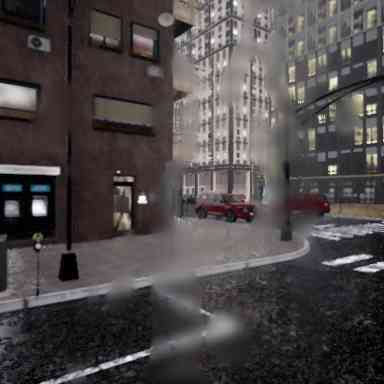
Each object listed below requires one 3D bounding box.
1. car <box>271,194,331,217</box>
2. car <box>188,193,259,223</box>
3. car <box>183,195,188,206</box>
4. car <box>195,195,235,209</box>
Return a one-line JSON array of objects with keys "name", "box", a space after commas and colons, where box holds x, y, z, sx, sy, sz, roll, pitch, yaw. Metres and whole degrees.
[{"name": "car", "box": [8.998, 1.040, 27.721, 2.192, 1.841, 5.009, 1, 0, -36]}, {"name": "car", "box": [2.255, 1.016, 22.747, 2.192, 1.841, 5.009, 2, 0, -36]}, {"name": "car", "box": [-0.790, 0.979, 41.185, 1.947, 1.339, 4.313, 1, 0, -36]}, {"name": "car", "box": [2.471, 1.083, 36.697, 1.947, 1.339, 4.313, 1, 0, -36]}]
